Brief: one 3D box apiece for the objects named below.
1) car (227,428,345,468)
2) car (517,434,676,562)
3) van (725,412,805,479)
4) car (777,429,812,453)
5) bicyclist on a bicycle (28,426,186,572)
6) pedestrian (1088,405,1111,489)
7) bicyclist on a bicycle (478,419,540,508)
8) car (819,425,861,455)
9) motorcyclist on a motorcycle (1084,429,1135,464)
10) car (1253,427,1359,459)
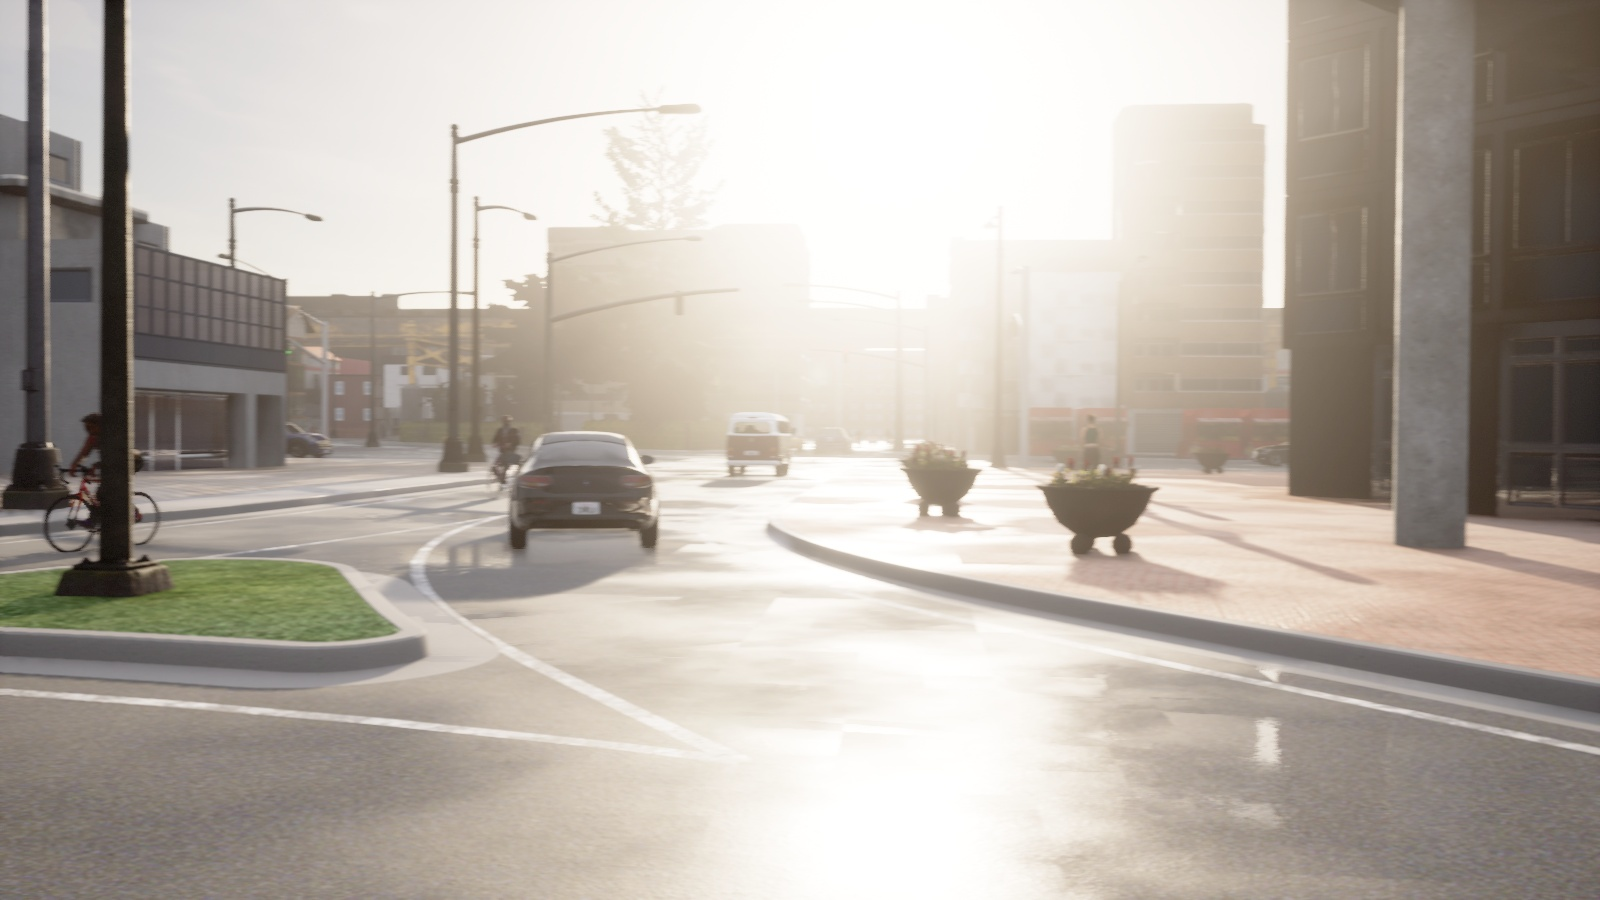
[{"bbox_3d":[-23.549,-0.110,57.645,4.553,1.767,2.097,0,1,5],"label":"car"},{"bbox_3d":[-2.784,0.523,16.913,1.812,1.442,4.674,-1,1,-10],"label":"car"},{"bbox_3d":[-1.069,-0.172,41.179,2.069,2.038,4.480,0,1,6],"label":"van"},{"bbox_3d":[-0.335,-0.644,85.133,1.801,1.575,5.366,0,1,5],"label":"car"},{"bbox_3d":[-8.167,0.536,14.880,0.582,1.620,1.656,-1,1,18],"label":"bicyclist on a bicycle"},{"bbox_3d":[6.560,-0.068,27.517,0.345,1.836,0.594,-1,1,-1],"label":"pedestrian"},{"bbox_3d":[-6.042,0.258,26.177,0.659,1.776,1.843,-1,1,6],"label":"bicyclist on a bicycle"},{"bbox_3d":[2.515,-0.652,78.514,2.097,1.767,4.553,0,1,8],"label":"car"},{"bbox_3d":[13.404,-0.150,54.367,2.044,1.523,0.797,0,1,5],"label":"motorcyclist on a motorcycle"},{"bbox_3d":[27.051,-0.394,67.209,4.856,1.649,2.033,0,1,5],"label":"car"}]
